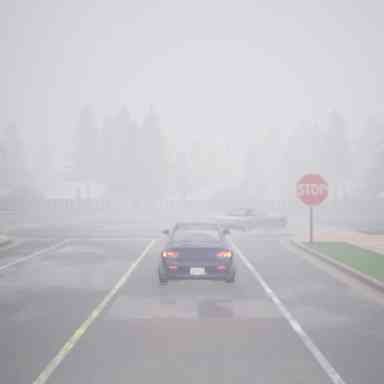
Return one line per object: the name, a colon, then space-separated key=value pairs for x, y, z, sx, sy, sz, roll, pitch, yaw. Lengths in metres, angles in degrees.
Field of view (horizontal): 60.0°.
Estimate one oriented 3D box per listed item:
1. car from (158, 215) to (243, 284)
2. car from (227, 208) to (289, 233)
car: x=0.123 y=1.517 z=9.390 sx=1.812 sy=1.442 sz=4.674 roll=0 pitch=0 yaw=0
car: x=3.631 y=1.621 z=19.842 sx=4.718 sy=1.301 sz=1.895 roll=0 pitch=0 yaw=-36
